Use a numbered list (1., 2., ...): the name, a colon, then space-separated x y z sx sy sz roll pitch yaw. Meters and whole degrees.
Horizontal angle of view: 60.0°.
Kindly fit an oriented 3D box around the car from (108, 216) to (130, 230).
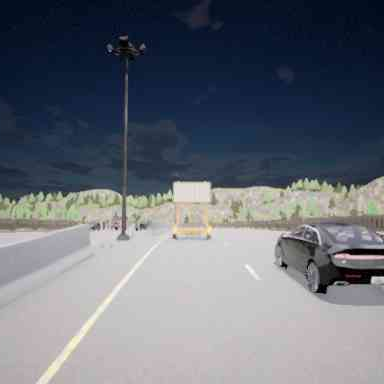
1. car: -10.574 4.545 48.673 2.150 2.045 5.566 0 -6 0

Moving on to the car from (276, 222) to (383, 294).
1. car: 3.600 1.543 8.829 2.128 1.511 4.902 0 -1 0

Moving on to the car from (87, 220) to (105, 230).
1. car: -14.073 4.822 48.712 2.128 1.511 4.902 0 -6 0

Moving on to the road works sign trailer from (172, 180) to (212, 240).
1. road works sign trailer: -0.001 1.078 20.455 2.380 3.560 2.880 0 -4 0

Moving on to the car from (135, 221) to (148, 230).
1. car: -7.072 4.880 48.733 2.033 1.411 5.357 0 -6 0
